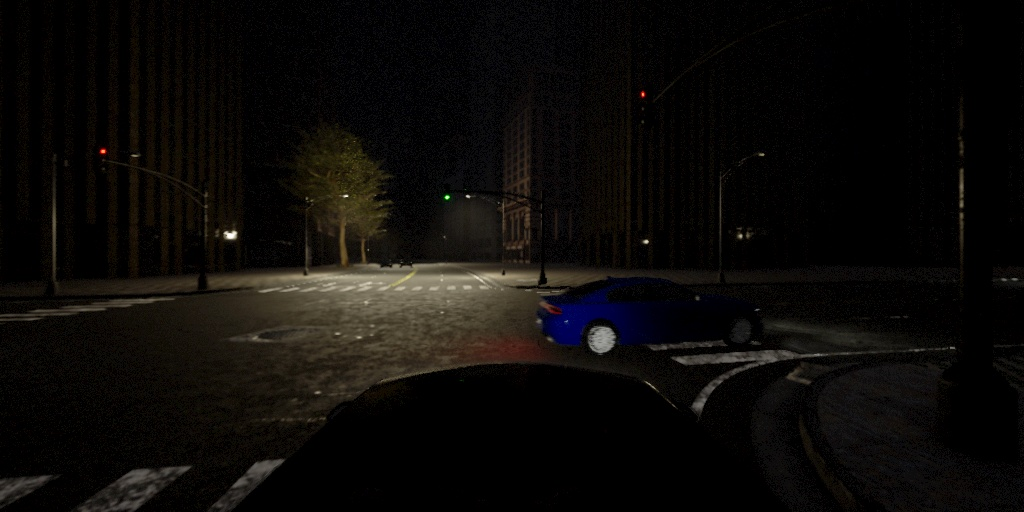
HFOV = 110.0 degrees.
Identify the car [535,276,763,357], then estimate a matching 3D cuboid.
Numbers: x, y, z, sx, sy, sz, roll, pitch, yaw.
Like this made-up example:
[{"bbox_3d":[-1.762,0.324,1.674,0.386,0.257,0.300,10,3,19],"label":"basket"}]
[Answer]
[{"bbox_3d":[3.036,1.206,8.175,5.008,1.535,1.882,-1,0,-8],"label":"car"}]
